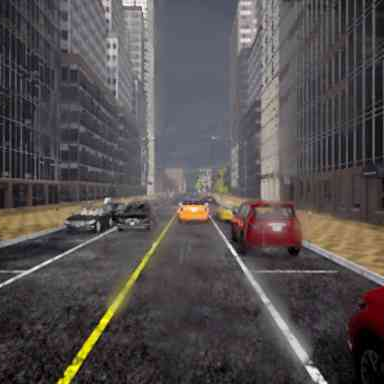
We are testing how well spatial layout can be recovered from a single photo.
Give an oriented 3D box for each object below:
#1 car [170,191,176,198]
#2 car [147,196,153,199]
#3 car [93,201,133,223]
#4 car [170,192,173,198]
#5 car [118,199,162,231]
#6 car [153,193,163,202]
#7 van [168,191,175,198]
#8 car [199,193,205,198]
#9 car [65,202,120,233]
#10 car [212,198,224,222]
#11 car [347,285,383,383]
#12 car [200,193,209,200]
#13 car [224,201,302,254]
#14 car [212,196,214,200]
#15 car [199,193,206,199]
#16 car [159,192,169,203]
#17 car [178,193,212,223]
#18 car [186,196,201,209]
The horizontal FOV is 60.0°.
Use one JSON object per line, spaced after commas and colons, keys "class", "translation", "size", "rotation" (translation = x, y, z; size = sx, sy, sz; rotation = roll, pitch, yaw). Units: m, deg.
{"class": "car", "translation": [-5.610, 0.866, 86.972], "size": [1.967, 1.590, 4.097], "rotation": [0, 0, 0]}
{"class": "car", "translation": [-5.656, 1.359, 35.743], "size": [1.802, 1.307, 4.206], "rotation": [0, 0, 0]}
{"class": "car", "translation": [-5.667, 1.417, 24.361], "size": [1.947, 1.339, 4.313], "rotation": [0, 0, 0]}
{"class": "car", "translation": [-5.626, 1.129, 69.898], "size": [1.802, 1.307, 4.206], "rotation": [0, 0, 0]}
{"class": "car", "translation": [-3.084, 1.386, 19.574], "size": [1.837, 1.490, 4.892], "rotation": [0, 0, 0]}
{"class": "car", "translation": [-5.646, 1.252, 47.129], "size": [2.008, 1.369, 4.403], "rotation": [0, 0, 0]}
{"class": "van", "translation": [-5.605, 0.726, 92.664], "size": [1.690, 1.788, 3.998], "rotation": [0, 0, 0]}
{"class": "car", "translation": [2.775, 0.909, 92.813], "size": [1.752, 1.417, 4.829], "rotation": [0, 0, 0]}
{"class": "car", "translation": [-5.671, 1.437, 18.668], "size": [2.008, 1.369, 4.403], "rotation": [0, 0, 0]}
{"class": "car", "translation": [2.714, 1.375, 24.510], "size": [1.752, 1.417, 4.829], "rotation": [0, 0, 0]}
{"class": "car", "translation": [2.695, 1.305, 1.571], "size": [2.192, 1.841, 5.009], "rotation": [0, 0, 0]}
{"class": "car", "translation": [2.760, 0.947, 75.566], "size": [1.967, 1.590, 4.097], "rotation": [0, 0, 0]}
{"class": "car", "translation": [2.705, 1.237, 12.955], "size": [2.192, 1.841, 5.009], "rotation": [0, 0, 0]}
{"class": "car", "translation": [2.739, 1.229, 52.801], "size": [1.947, 1.339, 4.313], "rotation": [0, 0, 0]}
{"class": "car", "translation": [2.770, 1.008, 86.951], "size": [1.802, 1.307, 4.206], "rotation": [0, 0, 0]}
{"class": "car", "translation": [-5.636, 1.170, 58.513], "size": [1.887, 1.381, 4.507], "rotation": [0, 0, 0]}
{"class": "car", "translation": [0.122, 1.204, 23.974], "size": [2.097, 1.767, 4.553], "rotation": [0, 0, 0]}
{"class": "car", "translation": [0.133, 1.260, 42.095], "size": [1.812, 1.442, 4.674], "rotation": [0, 0, 0]}
